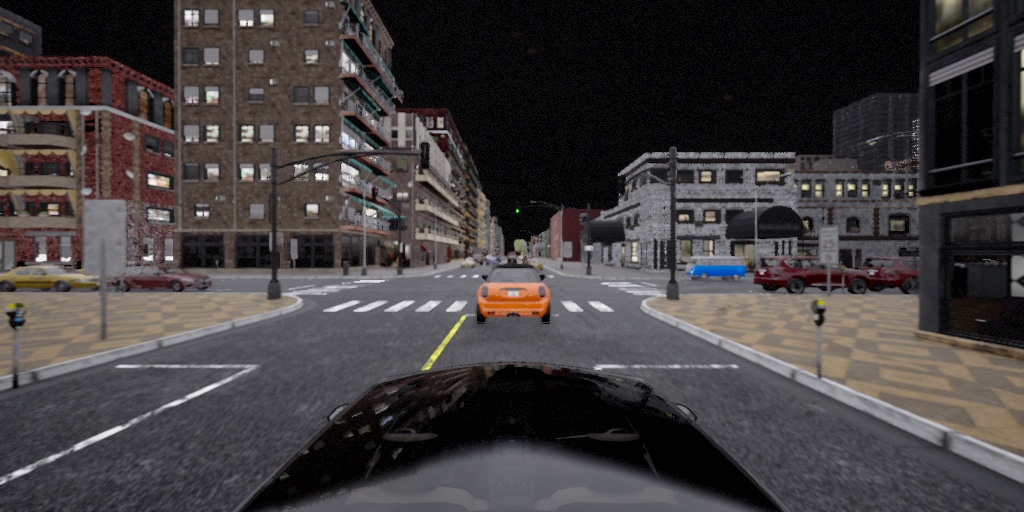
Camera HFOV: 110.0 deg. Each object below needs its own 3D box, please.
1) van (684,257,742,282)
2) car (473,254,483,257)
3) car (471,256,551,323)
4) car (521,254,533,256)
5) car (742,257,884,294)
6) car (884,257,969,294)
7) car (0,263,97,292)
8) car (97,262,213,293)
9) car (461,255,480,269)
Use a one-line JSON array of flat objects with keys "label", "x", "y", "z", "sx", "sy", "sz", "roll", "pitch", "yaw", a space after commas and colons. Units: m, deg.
[{"label": "van", "x": 14.894, "y": 0.933, "z": 26.391, "sx": 3.998, "sy": 1.789, "sz": 1.690, "roll": 0, "pitch": 0, "yaw": 0}, {"label": "car", "x": -5.696, "y": 0.571, "z": 58.526, "sx": 2.192, "sy": 1.841, "sz": 5.009, "roll": 0, "pitch": 0, "yaw": 0}, {"label": "car", "x": 0.053, "y": 1.005, "z": 11.792, "sx": 2.097, "sy": 1.767, "sz": 4.553, "roll": 0, "pitch": 1, "yaw": 0}, {"label": "car", "x": 2.684, "y": 0.571, "z": 58.527, "sx": 2.192, "sy": 1.841, "sz": 5.009, "roll": 0, "pitch": 0, "yaw": 0}, {"label": "car", "x": 14.918, "y": 0.947, "z": 18.011, "sx": 5.009, "sy": 1.841, "sz": 2.192, "roll": 0, "pitch": 0, "yaw": 0}, {"label": "car", "x": 20.442, "y": 0.964, "z": 18.025, "sx": 5.009, "sy": 1.841, "sz": 2.192, "roll": 0, "pitch": 0, "yaw": 0}, {"label": "car", "x": -22.961, "y": 1.059, "z": 17.915, "sx": 4.829, "sy": 1.417, "sz": 1.751, "roll": 0, "pitch": 0, "yaw": 0}, {"label": "car", "x": -17.469, "y": 1.126, "z": 17.929, "sx": 4.207, "sy": 1.307, "sz": 1.802, "roll": 0, "pitch": 0, "yaw": 0}, {"label": "car", "x": -5.696, "y": 0.873, "z": 47.277, "sx": 1.751, "sy": 1.417, "sz": 4.829, "roll": 0, "pitch": 0, "yaw": 0}]
